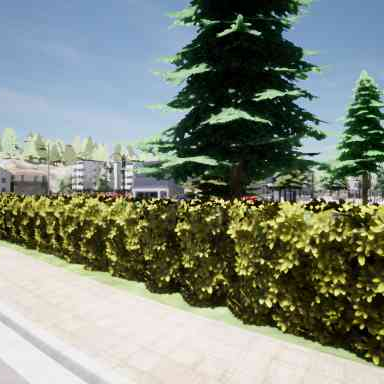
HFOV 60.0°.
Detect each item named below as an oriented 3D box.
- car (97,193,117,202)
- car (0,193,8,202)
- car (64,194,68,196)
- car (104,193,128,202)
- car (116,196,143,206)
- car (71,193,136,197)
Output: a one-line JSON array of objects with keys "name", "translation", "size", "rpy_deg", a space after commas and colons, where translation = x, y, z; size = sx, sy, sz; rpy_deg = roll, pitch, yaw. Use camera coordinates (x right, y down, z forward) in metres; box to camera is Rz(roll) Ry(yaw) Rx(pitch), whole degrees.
[{"name": "car", "translation": [-18.225, 1.077, 71.435], "size": [1.905, 1.878, 3.866], "rpy_deg": [0, 0, 44]}, {"name": "car", "translation": [-41.776, 1.097, 70.250], "size": [1.932, 1.855, 4.605], "rpy_deg": [0, 0, 44]}, {"name": "car", "translation": [-27.333, 1.154, 80.420], "size": [2.152, 1.636, 5.027], "rpy_deg": [0, 0, 44]}, {"name": "car", "translation": [-15.867, 1.097, 69.687], "size": [1.932, 1.855, 4.605], "rpy_deg": [0, 0, 44]}, {"name": "car", "translation": [-10.068, 1.384, 53.349], "size": [1.970, 1.475, 3.806], "rpy_deg": [0, 0, 44]}, {"name": "car", "translation": [-8.090, 1.221, 31.073], "size": [2.150, 2.045, 5.566], "rpy_deg": [0, 0, 44]}]
